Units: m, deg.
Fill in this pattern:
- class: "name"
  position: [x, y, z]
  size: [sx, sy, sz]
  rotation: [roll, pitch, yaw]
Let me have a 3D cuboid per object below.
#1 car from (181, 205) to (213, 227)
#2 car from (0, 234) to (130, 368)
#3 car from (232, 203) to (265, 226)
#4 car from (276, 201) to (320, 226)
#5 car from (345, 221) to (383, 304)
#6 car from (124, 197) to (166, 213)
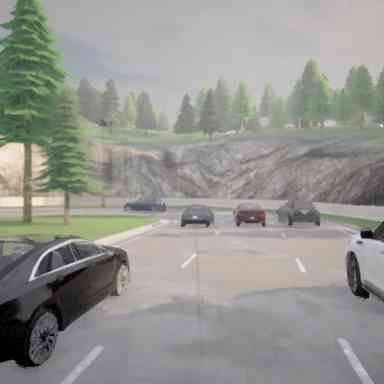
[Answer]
- class: "car"
  position: [0.405, 1.565, 23.056]
  size: [1.994, 1.385, 4.181]
  rotation: [0, 0, 6]
- class: "car"
  position: [-2.594, 1.476, 5.807]
  size: [2.128, 1.511, 4.902]
  rotation: [0, 0, 8]
- class: "car"
  position: [3.931, 1.498, 23.540]
  size: [1.882, 1.535, 5.008]
  rotation: [0, 0, 3]
- class: "car"
  position: [7.472, 1.392, 23.905]
  size: [2.097, 1.767, 4.553]
  rotation: [0, 0, 2]
- class: "car"
  position: [4.263, 1.244, 5.357]
  size: [2.150, 2.045, 5.566]
  rotation: [0, 0, 10]
- class: "car"
  position: [-5.169, 1.321, 36.333]
  size: [4.553, 1.767, 2.097]
  rotation: [0, 0, 22]
